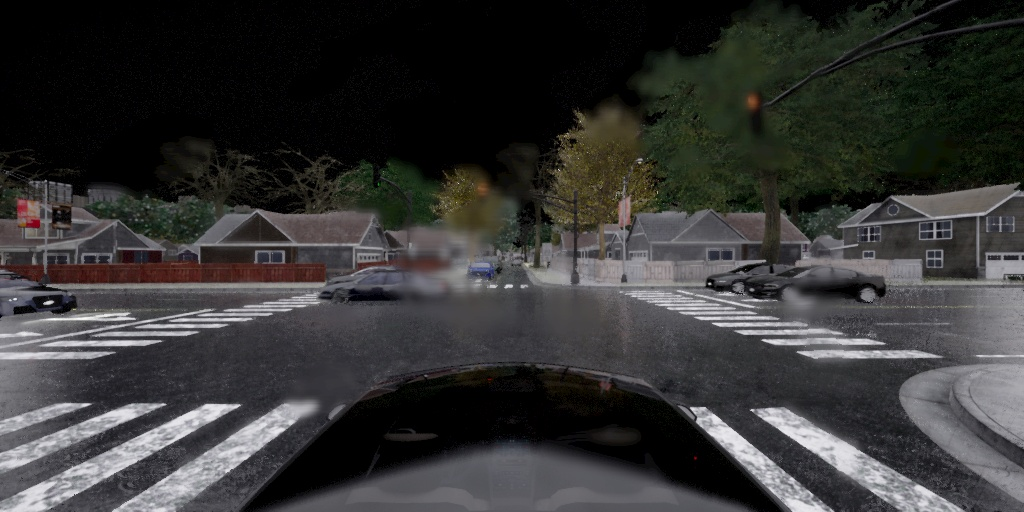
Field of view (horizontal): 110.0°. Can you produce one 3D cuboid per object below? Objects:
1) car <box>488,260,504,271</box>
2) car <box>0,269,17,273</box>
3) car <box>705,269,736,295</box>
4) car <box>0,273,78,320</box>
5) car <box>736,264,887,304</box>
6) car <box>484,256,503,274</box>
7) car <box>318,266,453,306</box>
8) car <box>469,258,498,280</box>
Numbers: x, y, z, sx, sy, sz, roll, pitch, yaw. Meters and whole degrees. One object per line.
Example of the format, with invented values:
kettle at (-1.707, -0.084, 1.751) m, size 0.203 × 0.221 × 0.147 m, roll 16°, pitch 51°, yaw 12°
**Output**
car at (-2.261, 1.325, 51.954) m, size 2.033 × 1.411 × 5.357 m, roll 0°, pitch 0°, yaw 1°
car at (-28.700, 1.413, 19.003) m, size 4.892 × 1.490 × 1.837 m, roll 0°, pitch 0°, yaw 1°
car at (12.569, 1.166, 18.354) m, size 4.892 × 1.490 × 1.837 m, roll 0°, pitch 0°, yaw 1°
car at (-17.596, 1.408, 12.128) m, size 4.181 × 1.385 × 1.994 m, roll 0°, pitch 0°, yaw 1°
car at (12.620, 1.141, 15.085) m, size 5.008 × 1.535 × 1.882 m, roll 0°, pitch 0°, yaw 1°
car at (-2.394, 0.989, 41.637) m, size 2.150 × 2.045 × 5.566 m, roll 0°, pitch 0°, yaw 1°
car at (-5.274, 1.310, 15.381) m, size 5.357 × 1.411 × 2.033 m, roll 0°, pitch 0°, yaw 1°
car at (-2.589, 1.238, 31.401) m, size 1.882 × 1.535 × 5.008 m, roll 0°, pitch 0°, yaw 1°
